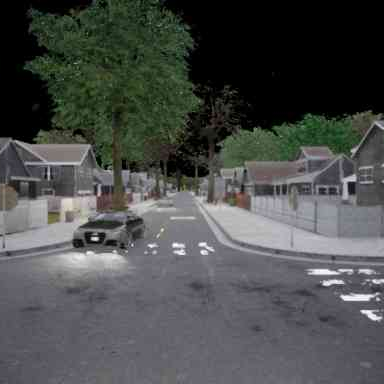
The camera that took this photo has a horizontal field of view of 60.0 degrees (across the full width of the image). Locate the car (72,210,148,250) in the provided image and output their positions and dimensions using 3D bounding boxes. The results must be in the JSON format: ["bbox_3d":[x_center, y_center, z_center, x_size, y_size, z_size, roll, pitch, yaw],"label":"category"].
[{"bbox_3d":[-3.203,1.455,13.773,1.994,1.385,4.181,0,1,7],"label":"car"}]

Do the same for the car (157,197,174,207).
[{"bbox_3d":[-3.365,1.246,42.755,1.895,1.301,4.718,0,0,-1],"label":"car"}]
